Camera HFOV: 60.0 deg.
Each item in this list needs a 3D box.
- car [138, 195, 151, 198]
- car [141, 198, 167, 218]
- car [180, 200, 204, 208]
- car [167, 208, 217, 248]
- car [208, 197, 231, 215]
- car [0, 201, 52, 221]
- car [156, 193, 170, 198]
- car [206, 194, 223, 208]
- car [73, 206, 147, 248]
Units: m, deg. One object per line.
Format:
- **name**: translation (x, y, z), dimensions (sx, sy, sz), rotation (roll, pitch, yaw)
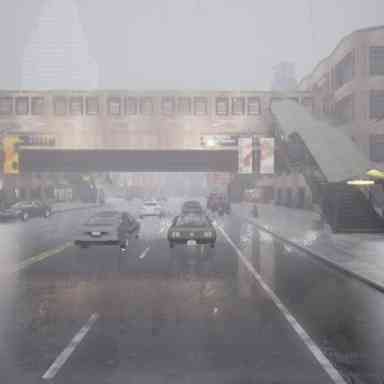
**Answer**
- **car**: translation (-10.386, 1.478, 75.839), dimensions (2.128, 1.511, 4.902), rotation (0, 0, 0)
- **car**: translation (-3.500, 1.533, 29.650), dimensions (1.812, 1.442, 4.674), rotation (0, 0, 0)
- **car**: translation (0.000, 1.516, 29.649), dimensions (1.837, 1.490, 4.892), rotation (0, 0, 0)
- **car**: translation (0.000, 1.616, 14.680), dimensions (1.895, 1.301, 4.718), rotation (0, 0, 0)
- **car**: translation (3.225, 1.594, 38.584), dimensions (1.895, 1.301, 4.718), rotation (0, 0, 0)
- **car**: translation (-13.505, 1.480, 27.356), dimensions (2.231, 1.521, 4.892), rotation (0, 0, 10)
- **car**: translation (-6.886, 1.178, 75.810), dimensions (2.150, 2.045, 5.566), rotation (0, 0, 0)
- **car**: translation (3.180, 1.228, 45.981), dimensions (2.435, 2.045, 5.566), rotation (0, 0, 0)
- **car**: translation (-3.500, 1.563, 14.650), dimensions (2.033, 1.411, 5.357), rotation (0, 0, 0)
